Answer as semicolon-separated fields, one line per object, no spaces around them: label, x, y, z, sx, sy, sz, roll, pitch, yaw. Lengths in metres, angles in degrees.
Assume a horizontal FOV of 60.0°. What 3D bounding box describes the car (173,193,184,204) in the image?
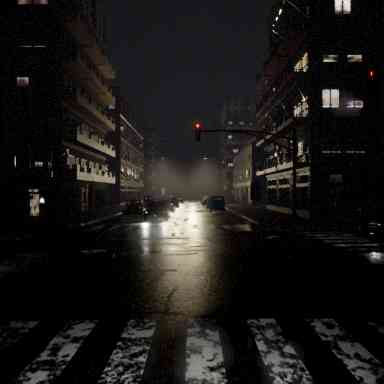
car;-2.698;1.208;61.987;2.150;2.045;5.566;0;0;0

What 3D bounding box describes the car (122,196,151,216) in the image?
car;-5.411;1.433;31.970;1.967;1.590;4.097;0;0;0

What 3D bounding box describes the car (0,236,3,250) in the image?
car;-9.136;1.639;11.529;4.674;1.442;1.812;-1;0;0

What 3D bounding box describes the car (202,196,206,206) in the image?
car;2.704;1.533;43.126;1.887;1.381;4.507;0;0;0

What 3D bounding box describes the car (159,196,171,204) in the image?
car;-5.248;1.525;65.459;1.887;1.381;4.507;0;0;0

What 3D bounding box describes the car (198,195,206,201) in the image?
car;2.655;1.528;87.777;1.947;1.339;4.313;0;0;0

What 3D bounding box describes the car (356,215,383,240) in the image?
car;9.924;1.322;14.598;5.008;1.535;1.882;-1;0;3

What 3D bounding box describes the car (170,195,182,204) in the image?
car;-2.791;1.513;46.997;1.812;1.442;4.674;0;0;0

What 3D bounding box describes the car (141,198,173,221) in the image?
car;-2.809;1.520;27.440;1.812;1.442;4.674;0;0;-1

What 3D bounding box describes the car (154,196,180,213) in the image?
car;-2.811;1.538;37.086;2.033;1.411;5.357;0;0;0

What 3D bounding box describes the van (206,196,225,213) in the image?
van;2.733;1.332;36.922;1.690;1.788;3.998;0;0;0

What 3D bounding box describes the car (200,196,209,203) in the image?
car;2.638;1.521;71.032;1.887;1.381;4.507;0;0;0

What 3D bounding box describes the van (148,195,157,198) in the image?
van;-5.365;1.330;43.134;1.690;1.788;3.998;0;0;0

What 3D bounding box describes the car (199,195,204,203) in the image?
car;2.623;1.551;54.288;1.947;1.339;4.313;0;0;0

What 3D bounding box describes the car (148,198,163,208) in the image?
car;-5.313;1.569;48.715;1.802;1.307;4.206;0;0;0

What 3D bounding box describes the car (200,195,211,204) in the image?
car;2.632;1.420;65.451;1.967;1.590;4.097;0;0;0

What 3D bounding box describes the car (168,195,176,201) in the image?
car;-5.225;1.513;87.785;2.008;1.369;4.403;0;0;0
